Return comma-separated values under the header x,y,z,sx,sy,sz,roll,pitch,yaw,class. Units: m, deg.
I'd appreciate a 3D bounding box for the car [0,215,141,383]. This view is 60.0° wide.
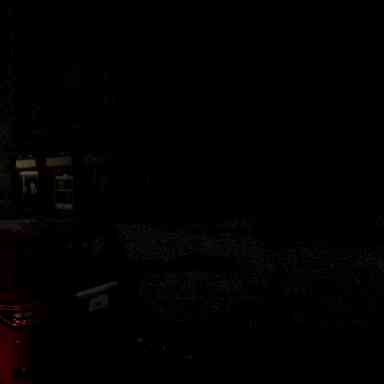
x,y,z,sx,sy,sz,roll,pitch,yaw,class
-3.009,1.270,4.936,5.009,1.841,2.192,0,1,33,car

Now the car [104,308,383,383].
x,y,z,sx,sy,sz,roll,pitch,yaw,class
1.675,1.567,1.853,4.206,1.307,1.802,0,1,33,car
